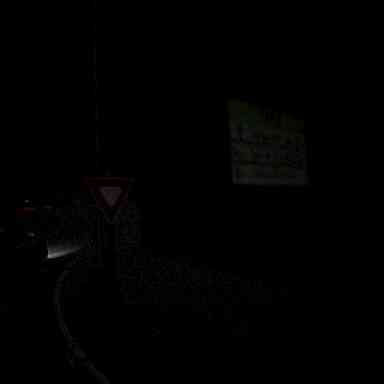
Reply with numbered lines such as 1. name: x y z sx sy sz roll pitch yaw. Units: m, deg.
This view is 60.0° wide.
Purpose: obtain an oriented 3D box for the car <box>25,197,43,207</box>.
1. car: -25.401 1.511 54.797 2.128 1.511 4.902 -2 3 8

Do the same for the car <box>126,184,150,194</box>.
1. car: -13.235 -0.802 81.605 5.566 2.045 2.435 -3 3 -12

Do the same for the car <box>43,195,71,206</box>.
1. car: -21.919 1.301 55.234 1.882 1.535 5.008 -2 3 8

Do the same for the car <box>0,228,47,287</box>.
1. car: -5.754 1.752 9.765 1.994 1.385 4.181 -2 0 -10

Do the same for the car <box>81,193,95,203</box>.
1. car: -16.705 0.922 57.537 4.892 1.521 2.231 -3 3 -12

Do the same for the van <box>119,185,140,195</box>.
1. van: -14.235 -0.402 75.550 4.442 1.987 1.878 -3 4 -12

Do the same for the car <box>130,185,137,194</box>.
1. car: -15.010 -0.064 69.546 5.566 2.045 2.435 -3 4 -12
